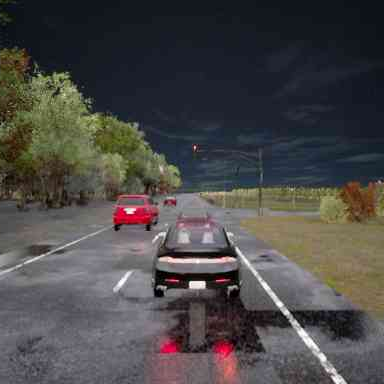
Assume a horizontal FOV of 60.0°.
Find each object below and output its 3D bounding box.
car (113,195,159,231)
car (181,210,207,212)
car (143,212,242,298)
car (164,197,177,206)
[{"bbox_3d":[-3.394,1.214,20.897,2.150,2.045,5.566,0,0,0],"label":"car"},{"bbox_3d":[0.104,1.595,17.734,1.895,1.301,4.718,0,0,0],"label":"car"},{"bbox_3d":[0.102,1.489,8.518,2.128,1.511,4.902,0,0,0],"label":"car"},{"bbox_3d":[-3.390,1.454,52.990,1.882,1.535,5.008,0,0,0],"label":"car"}]
